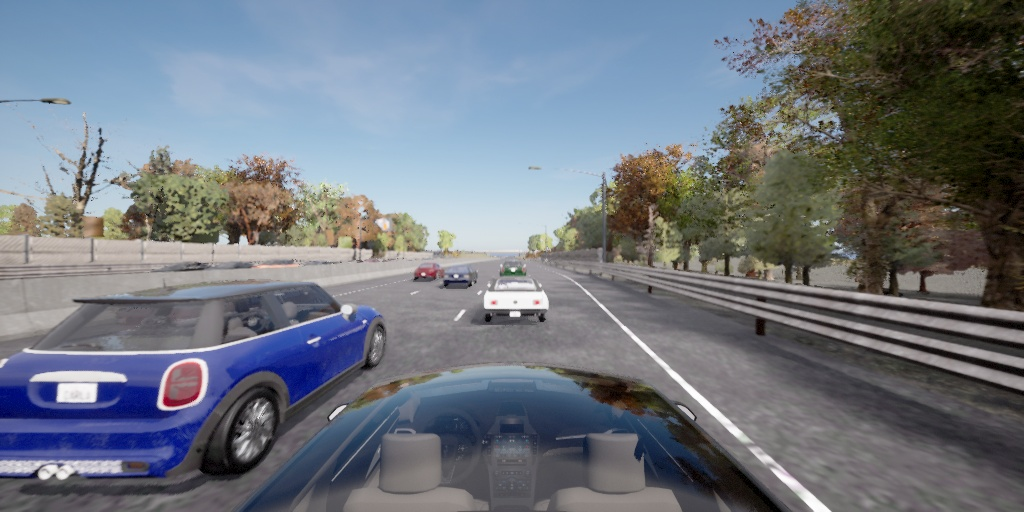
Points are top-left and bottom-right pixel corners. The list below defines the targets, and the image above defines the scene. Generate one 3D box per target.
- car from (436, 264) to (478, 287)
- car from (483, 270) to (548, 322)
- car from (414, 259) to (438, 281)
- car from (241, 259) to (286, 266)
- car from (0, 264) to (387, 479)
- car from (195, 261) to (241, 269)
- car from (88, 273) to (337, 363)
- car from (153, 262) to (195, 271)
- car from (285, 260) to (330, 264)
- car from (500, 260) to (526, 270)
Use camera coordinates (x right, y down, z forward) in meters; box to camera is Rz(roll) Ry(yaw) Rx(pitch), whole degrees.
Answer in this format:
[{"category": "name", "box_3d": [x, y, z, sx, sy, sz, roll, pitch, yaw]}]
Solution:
[{"category": "car", "box_3d": [-3.404, 1.286, 24.388, 2.033, 1.411, 5.357, 0, 0, 0]}, {"category": "car", "box_3d": [0.098, 1.344, 12.323, 1.895, 1.301, 4.718, 0, 0, 0]}, {"category": "car", "box_3d": [-6.901, 1.264, 30.246, 1.812, 1.442, 4.674, 0, 0, 0]}, {"category": "car", "box_3d": [-21.091, 1.089, 31.856, 2.097, 1.767, 4.553, 0, 0, 0]}, {"category": "car", "box_3d": [-3.419, 1.099, 4.953, 2.097, 1.767, 4.553, 0, 0, 0]}, {"category": "car", "box_3d": [-24.592, 1.214, 31.632, 1.882, 1.535, 5.008, 0, 0, 0]}, {"category": "car", "box_3d": [-6.904, 1.291, 9.381, 2.033, 1.411, 5.357, 0, 0, 0]}, {"category": "car", "box_3d": [-27.926, 1.241, 30.682, 1.837, 1.490, 4.892, 0, 0, -1]}, {"category": "car", "box_3d": [-17.593, 1.242, 31.955, 1.837, 1.490, 4.892, 0, 0, 0]}, {"category": "car", "box_3d": [0.098, 1.090, 28.964, 2.097, 1.767, 4.553, 0, 0, 0]}]
